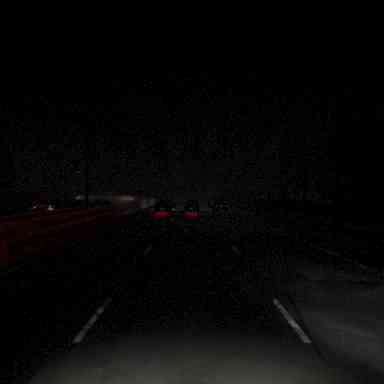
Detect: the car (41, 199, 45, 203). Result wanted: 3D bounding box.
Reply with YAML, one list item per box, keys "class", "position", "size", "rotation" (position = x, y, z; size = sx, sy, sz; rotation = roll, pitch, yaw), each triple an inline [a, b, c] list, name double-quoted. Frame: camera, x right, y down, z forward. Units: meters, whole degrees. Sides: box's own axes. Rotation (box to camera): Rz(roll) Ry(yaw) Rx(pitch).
- class: "car"
  position: [-14.072, 1.469, 33.143]
  size: [2.097, 1.767, 4.553]
  rotation: [0, 0, 0]

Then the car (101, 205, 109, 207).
- class: "car"
  position: [-10.549, 1.642, 38.940]
  size: [1.837, 1.490, 4.892]
  rotation: [0, 0, 0]

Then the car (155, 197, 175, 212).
- class: "car"
  position: [-3.517, 1.651, 41.568]
  size: [1.837, 1.490, 4.892]
  rotation: [0, 0, 0]

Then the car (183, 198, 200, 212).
- class: "car"
  position: [-0.017, 1.651, 41.570]
  size: [1.837, 1.490, 4.892]
  rotation: [0, 0, 0]

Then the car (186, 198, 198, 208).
- class: "car"
  position: [-0.021, 1.660, 51.990]
  size: [1.882, 1.535, 5.008]
  rotation: [0, 0, 0]

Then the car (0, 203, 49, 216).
- class: "car"
  position: [-10.600, 1.616, 19.193]
  size: [2.033, 1.411, 5.357]
  rotation: [0, 0, 0]

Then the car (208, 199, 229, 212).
- class: "car"
  position: [3.483, 1.693, 41.571]
  size: [2.033, 1.411, 5.357]
  rotation: [0, 0, 0]

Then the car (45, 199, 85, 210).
- class: "car"
  position: [-10.592, 1.455, 29.003]
  size: [2.097, 1.767, 4.553]
  rotation: [0, 0, 0]

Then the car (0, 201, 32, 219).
- class: "car"
  position: [-17.577, 1.660, 31.648]
  size: [2.033, 1.411, 5.357]
  rotation: [0, 0, 0]

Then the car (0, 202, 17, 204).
- class: "car"
  position: [-14.091, 1.646, 23.120]
  size: [1.994, 1.385, 4.181]
  rotation: [0, 0, 0]

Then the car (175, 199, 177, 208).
- class: "car"
  position: [-3.521, 1.535, 51.959]
  size: [2.097, 1.767, 4.553]
  rotation: [0, 0, 0]
